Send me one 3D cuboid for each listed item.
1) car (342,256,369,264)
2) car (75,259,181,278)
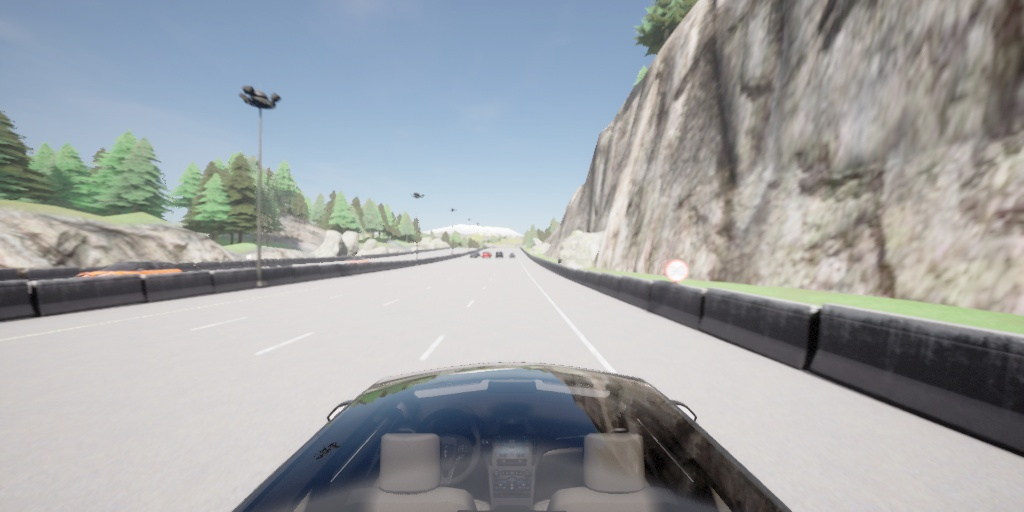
[{"bbox_3d":[-20.982,0.861,48.229,2.097,1.767,4.553,0,1,0],"label":"car"},{"bbox_3d":[-20.997,1.057,19.806,2.097,1.767,4.553,0,0,0],"label":"car"}]
